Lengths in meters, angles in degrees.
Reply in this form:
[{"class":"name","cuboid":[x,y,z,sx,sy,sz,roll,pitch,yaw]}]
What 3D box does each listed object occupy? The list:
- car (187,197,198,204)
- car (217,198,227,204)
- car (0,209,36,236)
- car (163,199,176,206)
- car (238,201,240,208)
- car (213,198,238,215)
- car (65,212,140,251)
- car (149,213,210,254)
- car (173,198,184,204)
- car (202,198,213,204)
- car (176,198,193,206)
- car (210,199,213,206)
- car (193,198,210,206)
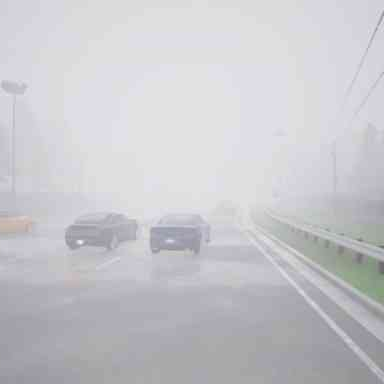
[{"class":"car","cuboid":[0.226,2.064,80.411,1.882,1.535,5.008,0,-1,10]},{"class":"car","cuboid":[7.130,2.172,79.258,1.895,1.301,4.718,0,-1,10]},{"class":"car","cuboid":[-10.419,1.641,17.645,1.882,1.535,5.008,0,-1,10]},{"class":"car","cuboid":[-4.918,2.209,71.107,1.994,1.385,4.181,0,-1,10]},{"class":"car","cuboid":[7.726,2.055,61.405,1.882,1.535,5.008,0,-1,10]},{"class":"car","cuboid":[4.070,1.728,39.965,2.097,1.767,4.553,0,-1,10]},{"class":"car","cuboid":[-3.787,1.645,14.899,1.837,1.490,4.892,0,-1,10]},{"class":"car","cuboid":[-0.349,1.612,14.245,1.882,1.535,5.008,0,-1,10]},{"class":"car","cuboid":[-3.224,2.143,81.000,1.994,1.385,4.181,0,-1,10]},{"class":"car","cuboid":[3.676,2.121,79.819,2.033,1.411,5.357,0,-1,10]},{"class":"car","cuboid":[-1.533,2.149,70.139,1.837,1.490,4.892,0,-1,10]},{"class":"car","cuboid":[5.437,2.168,69.368,1.812,1.442,4.674,0,-1,10]},{"class":"car","cuboid":[1.987,2.201,69.958,1.994,1.385,4.181,0,-1,10]}]
